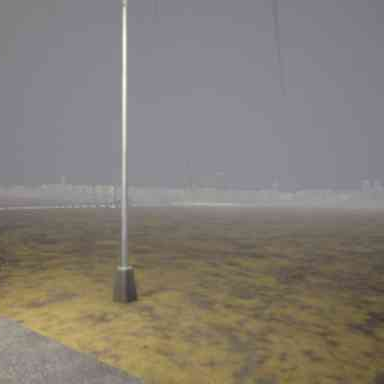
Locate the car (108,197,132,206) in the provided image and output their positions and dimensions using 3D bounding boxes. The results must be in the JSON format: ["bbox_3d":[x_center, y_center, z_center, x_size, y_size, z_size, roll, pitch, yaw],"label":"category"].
[{"bbox_3d":[-13.049,1.712,60.654,1.837,1.490,4.892,0,-1,36],"label":"car"}]
